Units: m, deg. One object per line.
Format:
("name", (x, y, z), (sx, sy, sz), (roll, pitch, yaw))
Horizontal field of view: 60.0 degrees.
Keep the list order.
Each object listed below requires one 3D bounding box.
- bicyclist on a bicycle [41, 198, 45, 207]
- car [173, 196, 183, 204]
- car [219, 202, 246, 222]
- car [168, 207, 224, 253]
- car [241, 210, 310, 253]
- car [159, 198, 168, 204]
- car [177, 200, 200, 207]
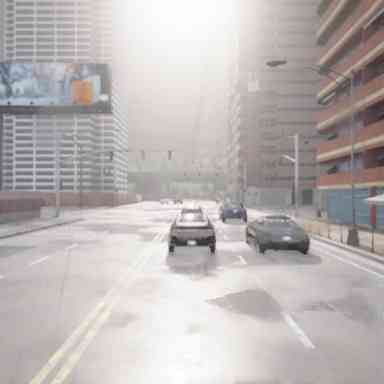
("bicyclist on a bicycle", (-25.628, 1.831, 57.181), (0.582, 1.620, 1.656), (0, 0, 0))
("car", (-3.481, 1.991, 82.351), (2.150, 2.045, 5.566), (0, -1, 0))
("car", (3.510, 1.621, 29.087), (2.097, 1.767, 4.553), (0, -1, 0))
("car", (0.006, 1.627, 14.308), (2.128, 1.511, 4.902), (0, 0, 0))
("car", (3.507, 1.698, 14.290), (1.994, 1.385, 4.181), (0, 0, 0))
("car", (-6.981, 2.289, 82.280), (1.812, 1.442, 4.674), (0, -1, 0))
("car", (0.002, 1.766, 29.302), (2.128, 1.511, 4.902), (0, 0, 0))
